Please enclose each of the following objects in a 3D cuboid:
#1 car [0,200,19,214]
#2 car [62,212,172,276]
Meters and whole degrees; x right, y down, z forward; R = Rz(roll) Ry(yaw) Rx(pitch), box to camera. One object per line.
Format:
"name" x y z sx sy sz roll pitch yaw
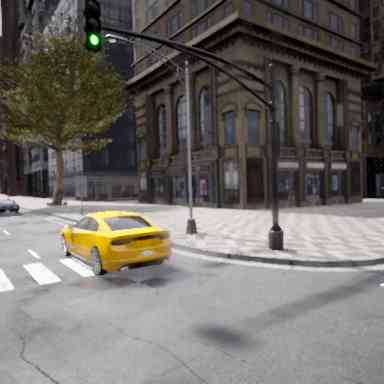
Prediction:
"car" -17.534 1.369 31.114 1.895 1.301 4.718 -2 2 -36
"car" -2.525 1.340 10.163 1.882 1.535 5.008 -2 2 -36
